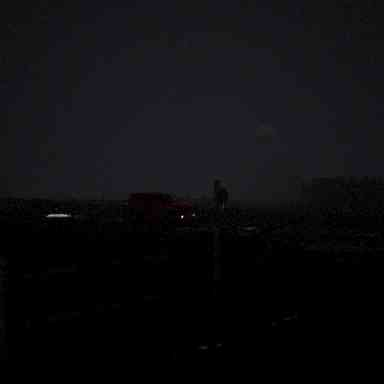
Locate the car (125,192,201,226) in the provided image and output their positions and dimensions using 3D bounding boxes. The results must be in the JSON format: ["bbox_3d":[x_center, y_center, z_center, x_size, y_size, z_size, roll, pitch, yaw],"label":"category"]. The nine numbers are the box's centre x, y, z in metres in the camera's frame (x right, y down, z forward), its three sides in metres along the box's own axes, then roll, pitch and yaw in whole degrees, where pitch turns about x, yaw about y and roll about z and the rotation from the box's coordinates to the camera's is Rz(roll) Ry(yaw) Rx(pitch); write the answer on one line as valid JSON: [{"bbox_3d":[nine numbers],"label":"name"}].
[{"bbox_3d":[-2.090,1.055,22.543,5.566,2.045,2.150,1,1,36],"label":"car"}]

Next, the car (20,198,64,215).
[{"bbox_3d":[-13.649,1.286,30.278,4.181,1.385,1.994,1,0,30],"label":"car"}]
